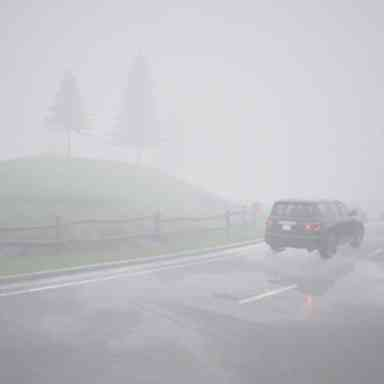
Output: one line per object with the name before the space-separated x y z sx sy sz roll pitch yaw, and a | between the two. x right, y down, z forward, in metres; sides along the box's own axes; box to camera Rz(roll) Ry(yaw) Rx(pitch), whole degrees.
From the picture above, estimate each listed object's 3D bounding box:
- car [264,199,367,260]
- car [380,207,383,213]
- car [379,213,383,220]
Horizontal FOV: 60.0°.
car | 4.959 1.280 13.107 2.150 2.045 5.566 0 0 42
car | 16.150 1.600 25.999 1.882 1.535 5.008 0 0 18
car | 8.078 1.547 11.432 2.128 1.511 4.902 0 0 41
